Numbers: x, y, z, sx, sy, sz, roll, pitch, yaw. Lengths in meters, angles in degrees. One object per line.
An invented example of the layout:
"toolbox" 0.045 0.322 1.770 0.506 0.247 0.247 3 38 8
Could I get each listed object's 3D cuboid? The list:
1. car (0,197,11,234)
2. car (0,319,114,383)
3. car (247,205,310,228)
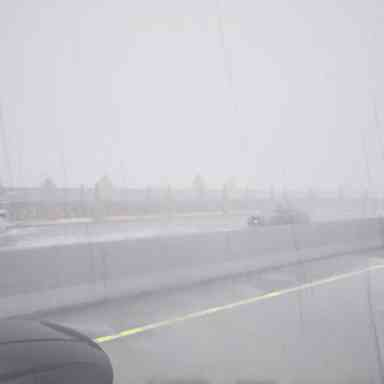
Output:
"car" -10.583 1.194 13.632 5.566 2.045 2.150 0 0 -36
"car" -2.846 1.473 1.638 5.008 1.535 1.882 0 0 -36
"car" 5.372 1.541 20.631 4.181 1.385 1.994 0 0 -35
